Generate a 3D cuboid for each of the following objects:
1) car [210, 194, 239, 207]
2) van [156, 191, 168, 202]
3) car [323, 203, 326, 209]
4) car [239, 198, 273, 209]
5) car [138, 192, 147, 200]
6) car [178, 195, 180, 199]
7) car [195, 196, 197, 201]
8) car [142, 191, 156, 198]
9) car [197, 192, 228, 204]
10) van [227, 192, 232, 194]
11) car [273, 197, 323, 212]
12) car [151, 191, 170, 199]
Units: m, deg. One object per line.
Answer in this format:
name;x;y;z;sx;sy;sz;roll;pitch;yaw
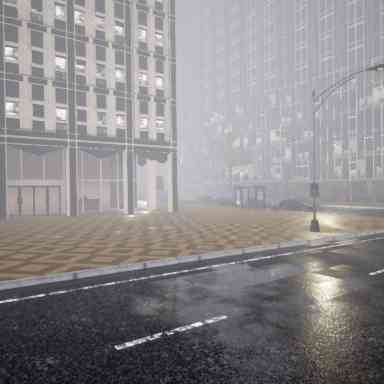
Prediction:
car;4.902;1.319;45.049;1.947;1.339;4.313;0;1;-34
van;-4.713;0.937;59.125;1.690;1.788;3.998;0;1;-34
car;12.912;1.331;38.053;1.812;1.442;4.674;-1;2;-34
car;8.073;1.388;40.333;1.802;1.307;4.206;0;1;-34
car;-11.154;1.039;68.495;2.008;1.369;4.403;0;1;-35
car;-4.248;0.935;73.242;1.802;1.307;4.206;0;1;-35
car;2.193;1.043;63.874;1.802;1.307;4.206;0;1;-35
car;-10.688;0.685;82.606;1.967;1.590;4.097;0;1;-34
car;3.171;1.212;52.241;1.994;1.385;4.181;-1;1;-34
van;5.412;0.855;59.188;1.690;1.788;3.998;0;1;-35
car;11.279;1.423;35.637;1.947;1.339;4.313;0;1;-35
car;-7.468;0.614;77.922;2.192;1.841;5.009;0;1;-35
